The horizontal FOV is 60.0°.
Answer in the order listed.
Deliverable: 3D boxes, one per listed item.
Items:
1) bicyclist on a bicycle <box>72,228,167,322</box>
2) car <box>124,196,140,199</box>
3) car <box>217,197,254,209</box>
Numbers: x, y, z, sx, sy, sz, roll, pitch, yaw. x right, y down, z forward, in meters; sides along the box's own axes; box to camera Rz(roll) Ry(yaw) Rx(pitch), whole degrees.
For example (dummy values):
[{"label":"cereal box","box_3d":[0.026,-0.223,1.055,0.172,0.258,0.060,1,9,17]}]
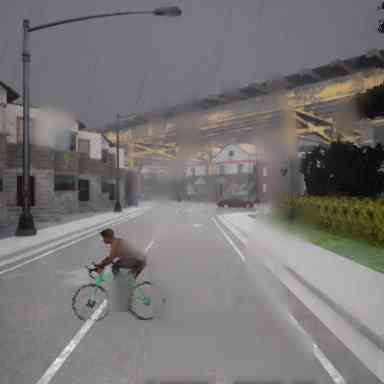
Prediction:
[{"label":"bicyclist on a bicycle","box_3d":[-1.276,1.452,5.766,1.656,1.620,0.582,-2,0,0]},{"label":"car","box_3d":[-16.836,1.449,91.577,4.974,1.542,2.038,0,0,-15]},{"label":"car","box_3d":[5.834,1.476,44.835,5.008,1.535,1.882,0,0,-4]}]
